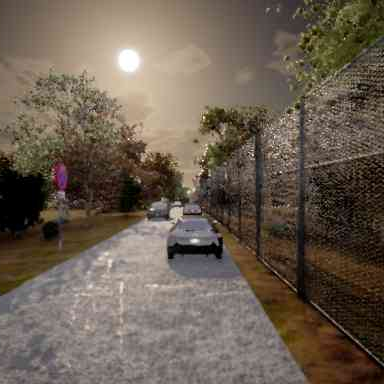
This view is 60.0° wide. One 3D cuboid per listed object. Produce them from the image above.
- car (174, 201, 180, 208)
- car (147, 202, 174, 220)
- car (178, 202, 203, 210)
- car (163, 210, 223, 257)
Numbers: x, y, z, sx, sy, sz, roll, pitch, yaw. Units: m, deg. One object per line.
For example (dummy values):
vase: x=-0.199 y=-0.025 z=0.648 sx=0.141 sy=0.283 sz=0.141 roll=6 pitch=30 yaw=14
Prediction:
car: x=-3.102 y=2.741 z=72.043 sx=1.812 sy=1.442 sz=4.674 roll=0 pitch=-2 yaw=-1
car: x=-2.904 y=1.711 z=29.966 sx=1.837 sy=1.490 sz=4.892 roll=0 pitch=-1 yaw=0
car: x=0.038 y=1.776 z=31.561 sx=2.033 sy=1.411 sz=5.357 roll=0 pitch=-1 yaw=0
car: x=0.090 y=1.599 z=13.030 sx=1.994 sy=1.385 sz=4.181 roll=0 pitch=0 yaw=0
